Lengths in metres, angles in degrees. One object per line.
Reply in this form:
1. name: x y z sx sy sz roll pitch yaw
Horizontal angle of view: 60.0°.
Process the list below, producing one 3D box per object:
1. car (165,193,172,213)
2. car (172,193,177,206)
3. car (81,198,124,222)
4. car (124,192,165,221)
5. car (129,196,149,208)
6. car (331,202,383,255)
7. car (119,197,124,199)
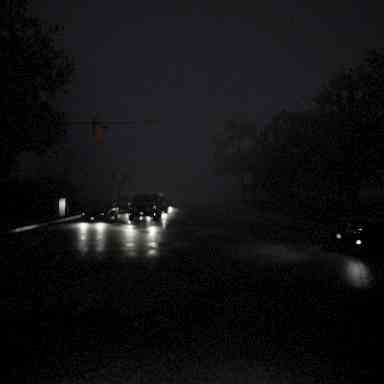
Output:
1. car: -3.628 1.267 35.932 2.097 1.767 4.553 0 0 0
2. car: -3.772 1.336 48.427 2.128 1.511 4.902 0 0 -1
3. car: -7.105 1.493 26.341 2.033 1.411 5.357 0 0 0
4. car: -3.623 1.166 26.520 2.150 2.045 5.566 0 0 0
5. car: -7.217 1.353 45.887 2.128 1.511 4.902 0 0 -1
6. car: 8.308 1.296 12.722 5.566 2.045 2.150 0 0 -3
7. car: -7.128 1.268 35.775 2.097 1.767 4.553 0 0 0
